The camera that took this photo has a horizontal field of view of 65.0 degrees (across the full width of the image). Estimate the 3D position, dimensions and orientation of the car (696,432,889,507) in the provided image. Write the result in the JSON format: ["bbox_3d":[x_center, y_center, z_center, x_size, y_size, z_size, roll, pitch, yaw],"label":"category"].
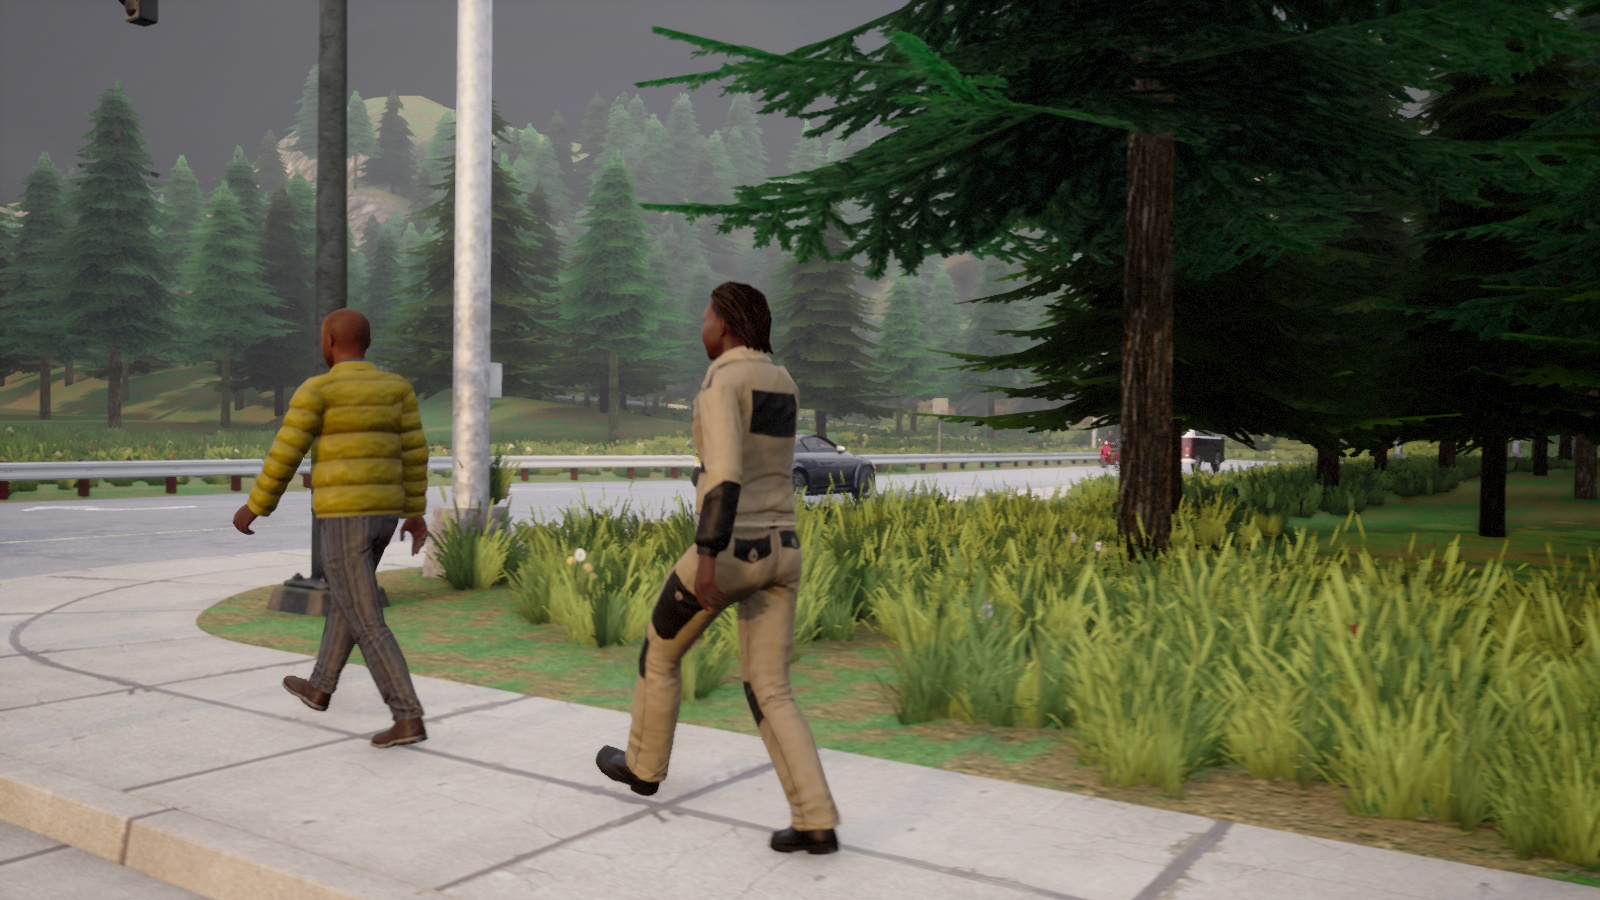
[{"bbox_3d":[-0.063,0.343,25.780,1.994,1.385,4.181,0,1,33],"label":"car"}]

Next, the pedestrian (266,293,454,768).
[{"bbox_3d":[-1.828,0.310,5.212,0.726,1.835,0.370,0,1,36],"label":"pedestrian"}]

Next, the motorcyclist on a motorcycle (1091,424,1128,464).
[{"bbox_3d":[12.637,-0.246,51.186,0.866,1.590,1.817,0,1,35],"label":"motorcyclist on a motorcycle"}]

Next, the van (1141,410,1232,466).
[{"bbox_3d":[14.933,-0.446,48.354,2.069,2.038,4.480,0,0,35],"label":"van"}]

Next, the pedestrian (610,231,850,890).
[{"bbox_3d":[-0.234,0.322,4.055,0.692,1.930,0.396,1,1,43],"label":"pedestrian"}]

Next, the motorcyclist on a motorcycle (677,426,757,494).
[{"bbox_3d":[-1.919,0.211,29.374,0.797,1.523,2.044,0,1,33],"label":"motorcyclist on a motorcycle"}]
